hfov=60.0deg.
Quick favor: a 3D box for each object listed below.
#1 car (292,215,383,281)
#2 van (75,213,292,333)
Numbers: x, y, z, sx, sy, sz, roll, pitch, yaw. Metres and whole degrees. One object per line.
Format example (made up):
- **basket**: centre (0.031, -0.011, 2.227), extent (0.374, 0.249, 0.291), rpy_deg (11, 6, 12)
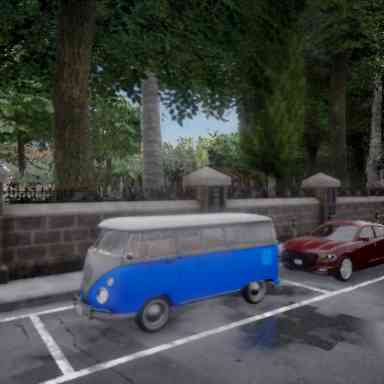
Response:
- **car**: centre (4.535, 1.529, 9.768), extent (4.507, 1.381, 1.887), rpy_deg (0, 0, -35)
- **van**: centre (-0.073, 1.335, 6.484), extent (3.998, 1.788, 1.690), rpy_deg (0, 0, -35)
